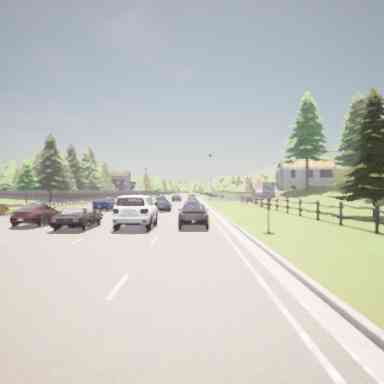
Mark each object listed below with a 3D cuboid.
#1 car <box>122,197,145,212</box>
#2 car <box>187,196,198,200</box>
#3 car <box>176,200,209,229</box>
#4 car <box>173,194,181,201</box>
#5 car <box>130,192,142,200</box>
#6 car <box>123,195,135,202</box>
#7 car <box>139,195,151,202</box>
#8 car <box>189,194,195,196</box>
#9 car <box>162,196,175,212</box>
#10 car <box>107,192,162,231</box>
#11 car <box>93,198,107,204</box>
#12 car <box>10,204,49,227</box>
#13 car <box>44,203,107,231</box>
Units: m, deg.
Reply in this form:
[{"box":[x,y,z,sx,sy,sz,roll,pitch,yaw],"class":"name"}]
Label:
[{"box":[-6.893,1.459,39.701,1.882,1.535,5.008,0,0,0],"class":"car"},{"box":[0.092,1.508,39.209,1.812,1.442,4.674,0,0,0],"class":"car"},{"box":[0.103,1.482,21.380,2.128,1.511,4.902,0,0,0],"class":"car"},{"box":[-3.489,1.314,74.162,2.097,1.767,4.553,0,0,0],"class":"car"},{"box":[-13.988,1.019,83.810,2.150,2.045,5.566,0,0,0],"class":"car"},{"box":[-13.989,1.482,73.777,1.812,1.442,4.674,0,0,0],"class":"car"},{"box":[-10.489,1.485,74.610,2.128,1.511,4.902,0,0,0],"class":"car"},{"box":[0.011,1.315,74.578,2.097,1.767,4.553,0,0,0],"class":"car"},{"box":[-3.395,1.546,38.732,1.994,1.385,4.181,0,0,0],"class":"car"},{"box":[-3.396,1.212,20.704,2.150,2.045,5.566,0,0,0],"class":"car"},{"box":[-10.394,1.459,39.703,1.882,1.535,5.008,0,0,0],"class":"car"},{"box":[-10.411,1.515,22.455,1.812,1.442,4.674,0,0,0],"class":"car"},{"box":[-6.896,1.591,20.323,1.895,1.301,4.718,0,0,0],"class":"car"}]
